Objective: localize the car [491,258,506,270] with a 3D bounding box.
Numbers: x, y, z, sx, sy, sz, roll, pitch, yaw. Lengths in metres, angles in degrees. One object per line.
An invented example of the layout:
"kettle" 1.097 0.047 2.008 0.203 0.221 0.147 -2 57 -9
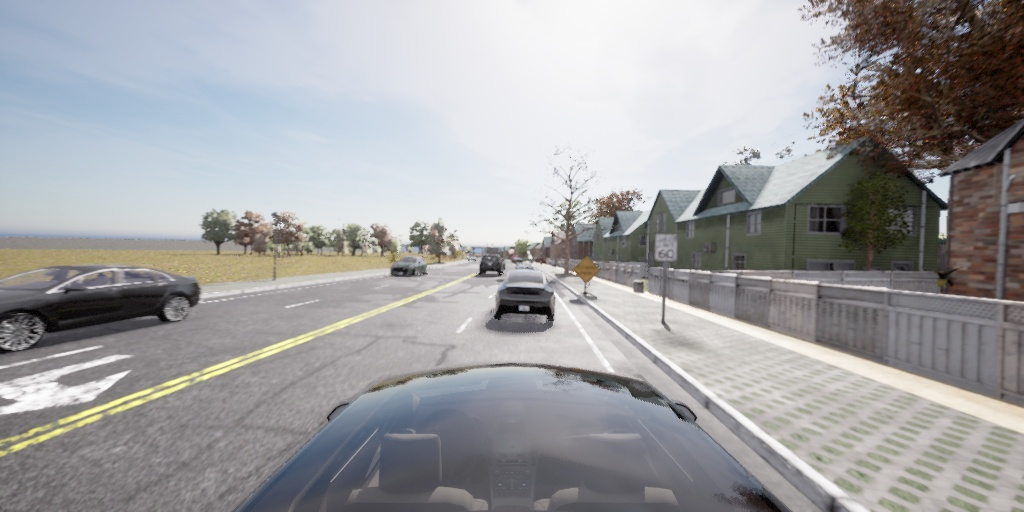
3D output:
"car" -1.881 1.131 51.198 1.837 1.490 4.892 2 1 1

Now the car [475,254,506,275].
"car" -2.022 0.859 36.317 2.150 2.045 5.566 2 1 1

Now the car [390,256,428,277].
"car" -8.779 0.804 30.806 2.097 1.767 4.553 2 0 2

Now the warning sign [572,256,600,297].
"warning sign" 3.450 0.930 16.946 1.300 1.860 1.060 0 0 2

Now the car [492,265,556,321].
"car" 0.480 1.243 12.602 1.837 1.490 4.892 2 0 3

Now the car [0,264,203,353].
"car" -9.661 0.952 7.963 2.128 1.511 4.902 2 0 3

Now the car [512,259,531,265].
"car" 1.251 1.324 38.160 1.895 1.301 4.718 2 0 1
